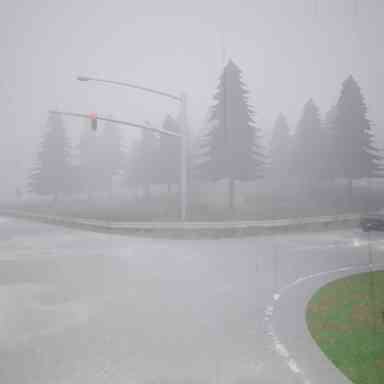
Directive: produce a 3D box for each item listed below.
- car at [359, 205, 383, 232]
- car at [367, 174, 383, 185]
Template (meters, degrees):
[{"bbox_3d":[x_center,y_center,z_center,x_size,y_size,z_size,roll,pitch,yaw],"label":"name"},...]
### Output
[{"bbox_3d":[10.931,1.226,17.273,5.008,1.535,1.882,-3,1,-24],"label":"car"},{"bbox_3d":[28.162,-2.127,51.084,2.150,2.045,5.566,0,5,25],"label":"car"}]
